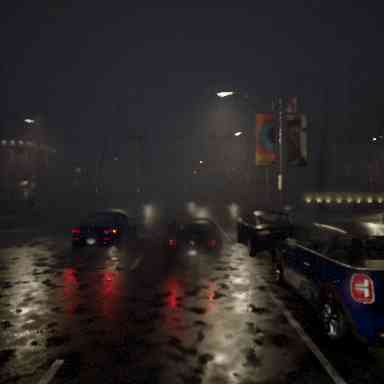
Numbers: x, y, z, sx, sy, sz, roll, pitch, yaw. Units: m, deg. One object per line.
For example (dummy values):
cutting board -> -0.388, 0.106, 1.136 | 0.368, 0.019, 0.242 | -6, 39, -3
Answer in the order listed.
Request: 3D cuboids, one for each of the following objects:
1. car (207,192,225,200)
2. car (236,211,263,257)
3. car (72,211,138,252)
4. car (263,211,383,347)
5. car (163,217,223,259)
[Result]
car -> 6.410, 1.134, 88.986 | 5.566, 2.045, 2.150 | 0, 0, -43
car -> 2.898, 1.466, 12.925 | 2.097, 1.535, 5.008 | 0, 0, 0
car -> -3.452, 1.511, 13.738 | 1.812, 1.442, 4.674 | 0, 0, 0
car -> 3.039, 1.348, 6.499 | 2.185, 1.767, 4.553 | 0, 0, 0
car -> 0.038, 1.588, 12.494 | 1.895, 1.301, 4.718 | 0, 0, 0
